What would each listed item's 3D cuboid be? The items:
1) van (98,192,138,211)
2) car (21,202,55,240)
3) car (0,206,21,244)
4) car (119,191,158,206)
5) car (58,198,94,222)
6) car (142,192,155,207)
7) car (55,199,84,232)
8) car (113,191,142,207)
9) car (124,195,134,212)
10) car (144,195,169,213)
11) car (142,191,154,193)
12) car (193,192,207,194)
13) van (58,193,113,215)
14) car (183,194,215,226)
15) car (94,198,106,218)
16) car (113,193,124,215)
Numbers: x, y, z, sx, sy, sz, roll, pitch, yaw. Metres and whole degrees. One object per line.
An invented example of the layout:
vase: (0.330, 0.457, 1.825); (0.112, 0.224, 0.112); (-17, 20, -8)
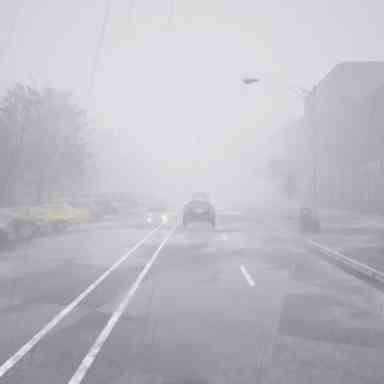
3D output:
van: (-8.703, 1.071, 39.182); (4.442, 1.987, 1.878); (-1, 1, -18)
car: (-9.269, 1.447, 15.524); (4.892, 1.521, 2.231); (-1, 0, -19)
car: (-9.297, 1.330, 12.560); (4.553, 1.767, 2.185); (-1, 0, -19)
car: (-8.278, 0.937, 51.042); (5.566, 2.045, 2.435); (-1, 1, -18)
car: (-9.283, 1.418, 21.405); (5.366, 1.575, 1.946); (-1, 1, -19)
car: (-8.256, 1.236, 45.216); (5.366, 1.575, 1.946); (-1, 0, -19)
car: (-9.014, 1.427, 18.555); (5.366, 1.575, 1.946); (-1, 0, -19)
car: (-8.711, 1.069, 36.254); (5.566, 2.045, 2.435); (-1, 1, -18)
car: (-8.772, 1.343, 33.312); (5.008, 1.535, 2.097); (-1, 0, -18)
car: (-3.499, 1.344, 35.325); (1.837, 1.490, 4.892); (0, 0, 2)
car: (-8.315, 0.963, 48.114); (5.566, 2.045, 2.435); (-1, 0, -18)
car: (1.005, 1.007, 41.001); (2.150, 2.045, 5.566); (0, 0, 2)
van: (-9.043, 1.159, 27.343); (4.442, 1.987, 1.878); (-1, 1, -18)
car: (0.504, 1.272, 23.060); (2.097, 1.767, 4.553); (0, 0, 2)
car: (-9.046, 1.432, 24.415); (4.792, 1.488, 2.163); (-1, 1, -18)
car: (-8.880, 1.239, 30.339); (4.553, 1.767, 2.185); (-1, 0, -18)
